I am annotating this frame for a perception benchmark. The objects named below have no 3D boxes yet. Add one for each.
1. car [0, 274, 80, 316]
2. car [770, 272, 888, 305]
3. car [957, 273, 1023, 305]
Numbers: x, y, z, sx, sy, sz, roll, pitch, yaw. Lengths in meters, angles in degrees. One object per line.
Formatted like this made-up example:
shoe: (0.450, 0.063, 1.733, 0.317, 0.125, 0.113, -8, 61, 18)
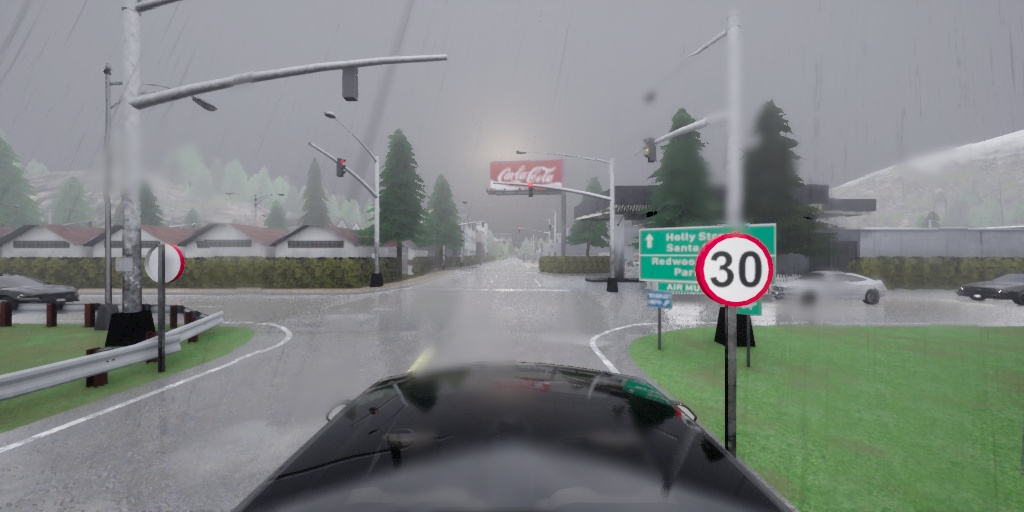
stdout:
car: (-19.774, 1.419, 13.780, 5.008, 1.535, 1.882, 0, 0, 1)
car: (14.858, 1.467, 16.924, 4.674, 1.442, 1.812, 0, 0, 0)
car: (24.513, 1.489, 16.797, 5.357, 1.411, 2.033, 0, 0, 1)
